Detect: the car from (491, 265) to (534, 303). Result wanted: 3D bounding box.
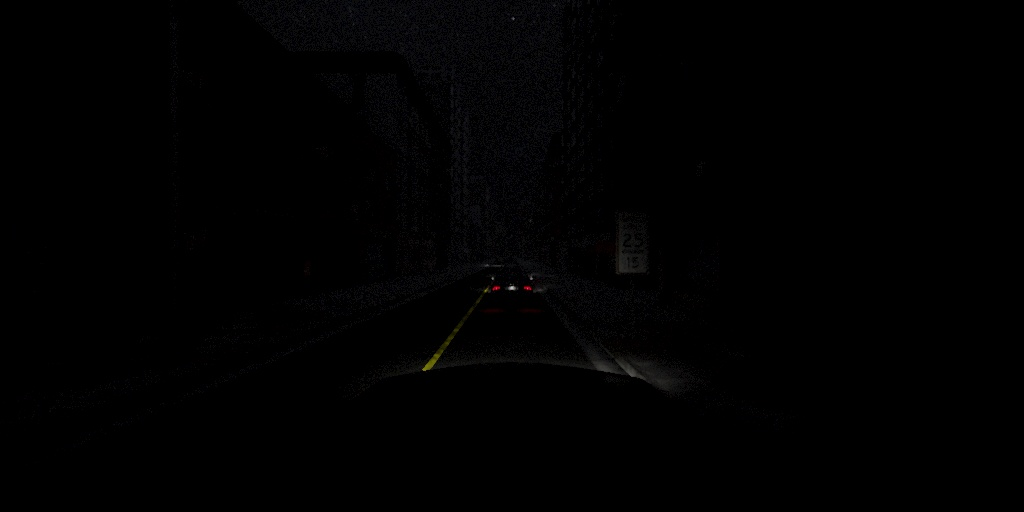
[{"bbox_3d":[0.000,1.310,16.500,2.033,1.411,5.357,0,0,0],"label":"car"}]

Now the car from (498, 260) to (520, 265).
[{"bbox_3d":[0.000,1.271,31.500,1.812,1.442,4.674,0,0,0],"label":"car"}]
